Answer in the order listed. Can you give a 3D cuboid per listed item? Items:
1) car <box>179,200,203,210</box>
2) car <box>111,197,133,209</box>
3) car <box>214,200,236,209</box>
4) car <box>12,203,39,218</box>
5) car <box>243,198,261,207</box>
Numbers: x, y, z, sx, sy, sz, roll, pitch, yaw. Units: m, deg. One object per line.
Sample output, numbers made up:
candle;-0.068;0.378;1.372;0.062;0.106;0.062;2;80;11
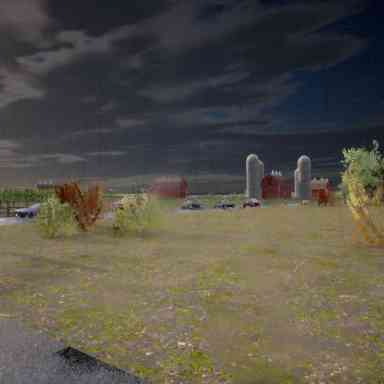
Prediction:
car;-0.078;2.042;53.437;1.837;1.490;4.892;-1;-2;36
car;-7.976;1.611;42.553;2.150;2.045;5.566;-1;-1;36
car;5.446;2.014;54.897;2.128;1.511;4.902;-1;-1;36
car;-14.788;1.809;33.120;2.033;1.411;5.357;-1;-1;36
car;11.456;1.989;63.298;2.097;1.767;4.553;-1;-1;36
